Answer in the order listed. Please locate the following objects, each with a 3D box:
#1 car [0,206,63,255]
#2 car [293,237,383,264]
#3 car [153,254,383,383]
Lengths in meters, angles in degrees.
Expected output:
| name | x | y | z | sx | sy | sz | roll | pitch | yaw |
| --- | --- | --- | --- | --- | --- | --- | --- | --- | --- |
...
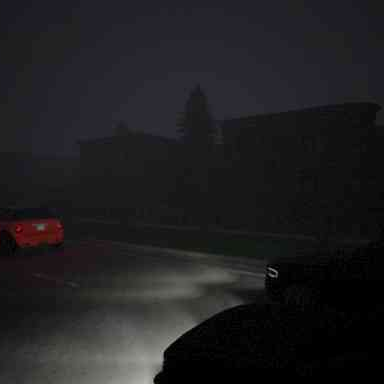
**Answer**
| name | x | y | z | sx | sy | sz | roll | pitch | yaw |
| --- | --- | --- | --- | --- | --- | --- | --- | --- | --- |
| car | -7.288 | 1.336 | 13.486 | 4.553 | 1.767 | 2.097 | 0 | 0 | 36 |
| car | 3.729 | 1.477 | 5.634 | 5.008 | 1.535 | 1.882 | 0 | 0 | 35 |
| car | 2.243 | 1.547 | 2.390 | 5.357 | 1.411 | 2.033 | 0 | 0 | 36 |
